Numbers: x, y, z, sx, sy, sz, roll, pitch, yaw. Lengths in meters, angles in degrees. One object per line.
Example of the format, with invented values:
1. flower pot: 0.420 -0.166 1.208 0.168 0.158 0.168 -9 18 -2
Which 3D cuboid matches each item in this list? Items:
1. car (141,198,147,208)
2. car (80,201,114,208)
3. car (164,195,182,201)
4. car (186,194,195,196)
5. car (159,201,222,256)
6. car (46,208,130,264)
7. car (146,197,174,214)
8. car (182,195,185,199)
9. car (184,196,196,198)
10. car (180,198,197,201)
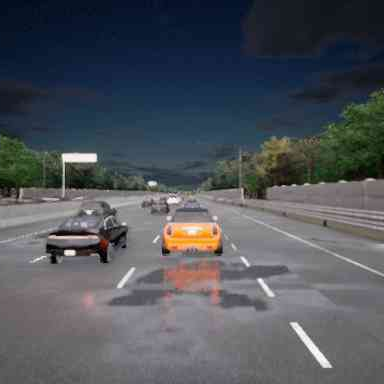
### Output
1. car: -6.978 1.755 53.598 1.812 1.442 4.674 0 0 0
2. car: -6.990 1.453 24.662 2.097 1.767 4.553 0 0 0
3. car: -3.475 1.489 62.137 2.150 2.045 5.566 0 0 0
4. car: 0.033 1.889 82.501 2.128 1.511 4.902 0 0 0
5. car: 0.007 1.407 13.566 2.097 1.767 4.553 0 0 0
6. car: -3.496 1.540 11.957 2.128 1.511 4.902 0 0 0
7. car: -3.485 1.648 37.444 2.128 1.511 4.902 0 0 0
8. car: -3.466 1.893 83.369 1.812 1.442 4.674 0 0 0
9. car: 0.024 1.791 56.940 2.033 1.411 5.357 0 0 0
10. car: 0.014 1.692 34.852 2.033 1.411 5.357 0 0 0
